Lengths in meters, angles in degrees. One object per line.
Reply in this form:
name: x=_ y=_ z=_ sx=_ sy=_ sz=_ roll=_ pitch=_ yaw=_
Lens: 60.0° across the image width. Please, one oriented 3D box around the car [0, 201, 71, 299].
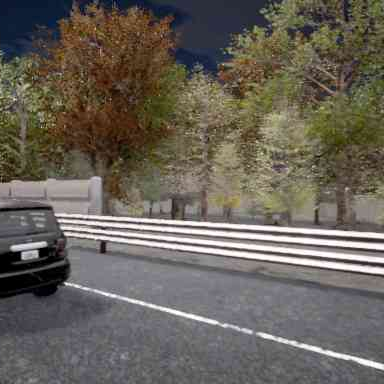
car: x=-5.057 y=1.214 z=7.457 sx=5.566 sy=2.045 sz=2.150 roll=0 pitch=0 yaw=35
